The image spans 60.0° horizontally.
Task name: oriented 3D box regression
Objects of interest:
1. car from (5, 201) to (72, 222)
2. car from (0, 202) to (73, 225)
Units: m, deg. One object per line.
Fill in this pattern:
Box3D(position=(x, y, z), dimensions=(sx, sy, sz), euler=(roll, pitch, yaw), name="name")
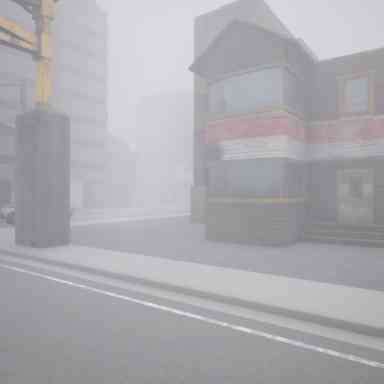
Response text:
Box3D(position=(-10.679, 1.295, 23.547), dimensions=(1.853, 1.218, 4.536), euler=(0, 0, 15), name="car")
Box3D(position=(-10.693, 1.453, 23.497), dimensions=(2.038, 1.542, 4.974), euler=(0, 0, 15), name="car")
